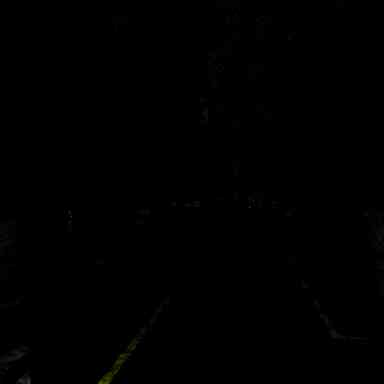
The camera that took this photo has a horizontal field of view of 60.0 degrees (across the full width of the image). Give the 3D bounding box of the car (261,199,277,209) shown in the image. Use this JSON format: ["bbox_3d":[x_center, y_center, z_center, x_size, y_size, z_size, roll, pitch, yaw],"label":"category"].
[{"bbox_3d":[10.646,1.617,46.234,1.947,1.339,4.313,0,0,10],"label":"car"}]

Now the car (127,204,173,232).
[{"bbox_3d":[-2.636,1.589,19.949,1.802,1.307,4.206,0,0,10],"label":"car"}]

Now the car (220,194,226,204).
[{"bbox_3d":[4.207,1.390,58.829,2.192,1.841,5.009,0,0,10],"label":"car"}]

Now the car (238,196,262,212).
[{"bbox_3d":[6.839,1.528,39.415,2.128,1.511,4.902,0,0,10],"label":"car"}]

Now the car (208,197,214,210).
[{"bbox_3d":[1.274,1.605,42.166,1.947,1.339,4.313,0,0,10],"label":"car"}]

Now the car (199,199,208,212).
[{"bbox_3d":[0.267,1.554,36.443,1.752,1.417,4.829,0,0,10],"label":"car"}]

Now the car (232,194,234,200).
[{"bbox_3d":[9.094,1.606,86.599,1.967,1.590,4.097,0,0,10],"label":"car"}]

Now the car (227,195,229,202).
[{"bbox_3d":[6.162,1.683,69.935,1.802,1.307,4.206,0,0,10],"label":"car"}]

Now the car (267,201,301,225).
[{"bbox_3d":[6.737,1.579,24.020,1.947,1.339,4.313,0,0,10],"label":"car"}]

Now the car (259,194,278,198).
[{"bbox_3d":[9.669,1.355,40.682,2.192,1.841,5.009,0,0,10],"label":"car"}]

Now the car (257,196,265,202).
[{"bbox_3d":[16.510,1.725,79.554,1.802,1.307,4.206,0,0,10],"label":"car"}]

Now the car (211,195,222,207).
[{"bbox_3d":[3.229,1.607,53.274,1.887,1.381,4.507,0,0,10],"label":"car"}]

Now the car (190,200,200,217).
[{"bbox_3d":[-0.681,1.602,31.057,1.802,1.307,4.206,0,0,10],"label":"car"}]

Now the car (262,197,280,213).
[{"bbox_3d":[8.691,1.574,35.127,1.887,1.381,4.507,0,0,10],"label":"car"}]

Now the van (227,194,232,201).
[{"bbox_3d":[8.116,1.484,81.045,1.690,1.788,3.998,0,0,10],"label":"van"}]

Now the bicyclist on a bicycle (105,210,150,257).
[{"bbox_3d":[-2.244,1.457,11.503,1.656,1.620,0.582,-2,0,10],"label":"bicyclist on a bicycle"}]

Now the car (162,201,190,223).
[{"bbox_3d":[-1.659,1.452,25.503,1.967,1.590,4.097,0,0,10],"label":"car"}]
